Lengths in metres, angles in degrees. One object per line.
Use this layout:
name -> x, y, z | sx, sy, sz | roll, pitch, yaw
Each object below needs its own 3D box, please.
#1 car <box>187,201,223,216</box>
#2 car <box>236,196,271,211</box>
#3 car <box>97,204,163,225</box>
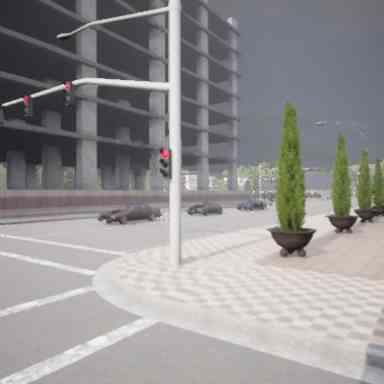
car -> 1.322, 1.630, 33.321 | 1.994, 1.385, 4.181 | 0, 0, 37
car -> 7.548, 1.613, 41.920 | 2.033, 1.411, 5.357 | 0, 0, 36
car -> -4.529, 1.613, 25.249 | 2.033, 1.411, 5.357 | 0, 0, 36
